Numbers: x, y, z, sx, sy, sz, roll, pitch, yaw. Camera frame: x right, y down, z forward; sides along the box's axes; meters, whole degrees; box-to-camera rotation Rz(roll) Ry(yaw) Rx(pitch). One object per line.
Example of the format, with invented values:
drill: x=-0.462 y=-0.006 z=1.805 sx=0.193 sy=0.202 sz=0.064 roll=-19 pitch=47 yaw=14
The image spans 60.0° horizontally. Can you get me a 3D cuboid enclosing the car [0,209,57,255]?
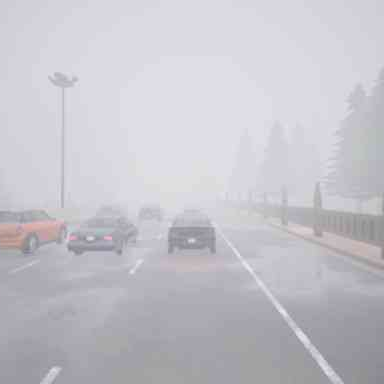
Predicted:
car: x=-7.001 y=1.482 z=14.079 sx=2.097 sy=1.767 sz=4.553 roll=0 pitch=-1 yaw=0

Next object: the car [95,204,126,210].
car: x=-7.011 y=1.766 z=29.290 sx=2.128 sy=1.511 sz=4.902 roll=0 pitch=0 yaw=0

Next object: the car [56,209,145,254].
car: x=-3.502 y=1.679 z=13.986 sx=2.033 sy=1.411 sz=5.357 roll=0 pitch=-1 yaw=0

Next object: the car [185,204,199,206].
car: x=-0.012 y=1.800 z=29.369 sx=1.812 sy=1.442 sz=4.674 roll=0 pitch=0 yaw=0

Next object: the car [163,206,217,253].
car: x=0.001 y=1.614 z=14.471 sx=1.882 sy=1.535 sz=5.008 roll=0 pitch=0 yaw=0

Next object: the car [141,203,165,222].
car: x=-3.514 y=1.754 z=29.481 sx=1.882 sy=1.535 sz=5.008 roll=0 pitch=0 yaw=0
